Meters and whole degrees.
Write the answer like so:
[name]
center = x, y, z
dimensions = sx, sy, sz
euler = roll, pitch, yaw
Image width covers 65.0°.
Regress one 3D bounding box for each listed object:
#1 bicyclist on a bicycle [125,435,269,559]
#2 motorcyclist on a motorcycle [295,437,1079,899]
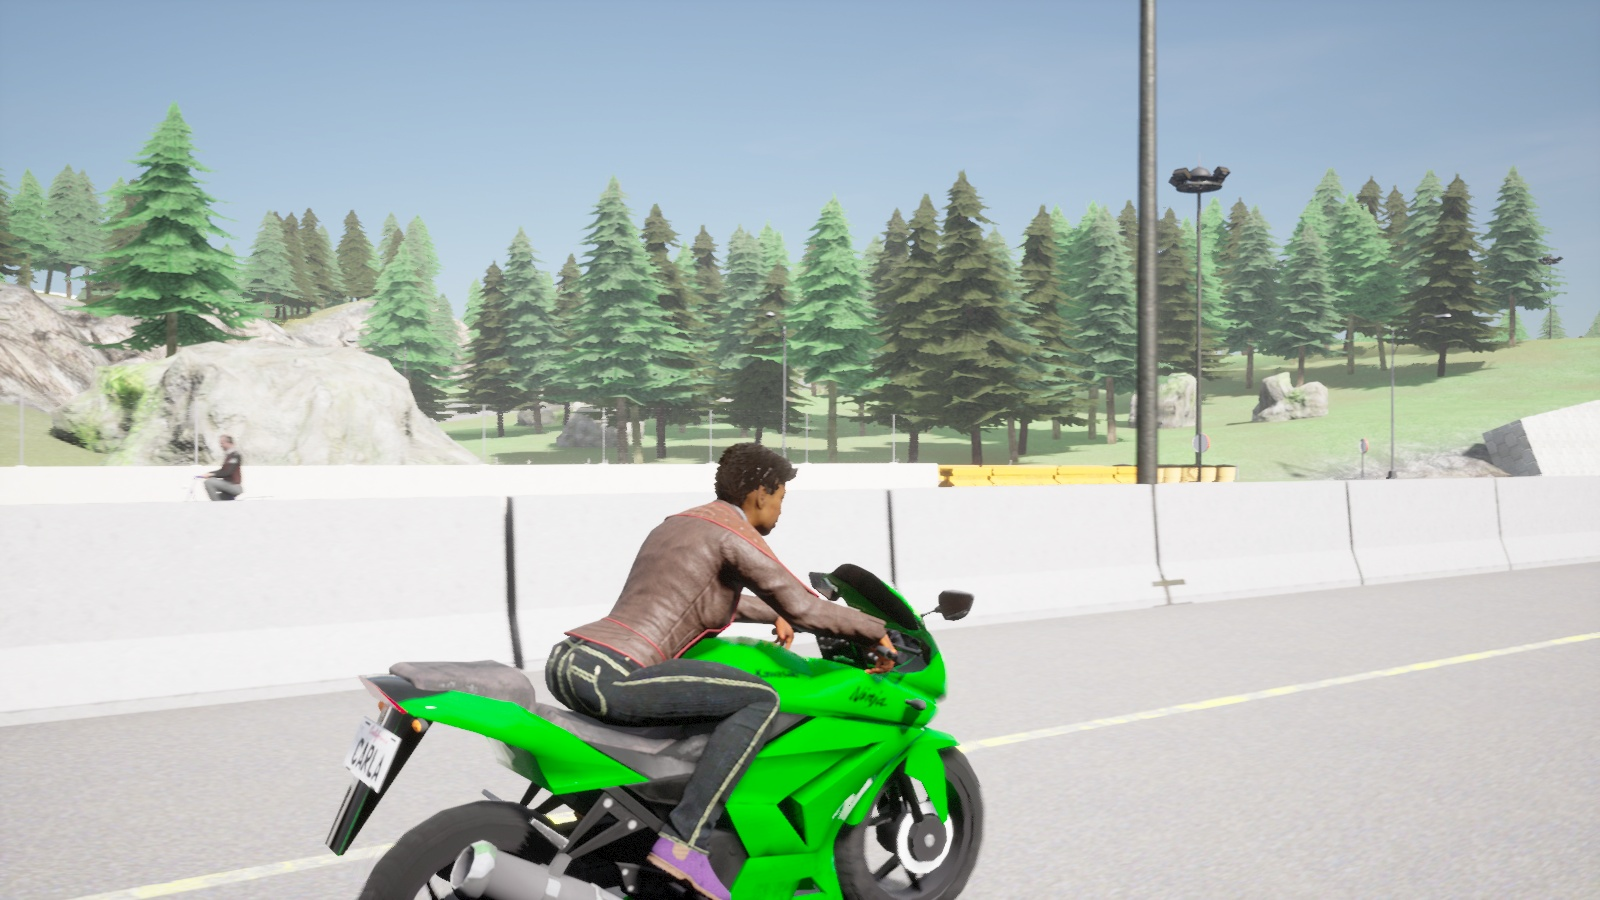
[bicyclist on a bicycle]
center = -8.979, 0.680, 18.731
dimensions = 1.843, 1.776, 0.659
euler = 0, 0, -35
[motorcyclist on a motorcycle]
center = -0.234, 0.736, 3.496
dimensions = 2.044, 1.523, 0.797
euler = 0, 0, -35
